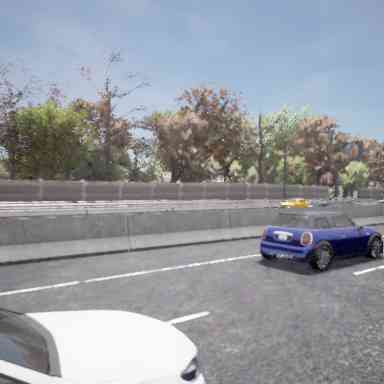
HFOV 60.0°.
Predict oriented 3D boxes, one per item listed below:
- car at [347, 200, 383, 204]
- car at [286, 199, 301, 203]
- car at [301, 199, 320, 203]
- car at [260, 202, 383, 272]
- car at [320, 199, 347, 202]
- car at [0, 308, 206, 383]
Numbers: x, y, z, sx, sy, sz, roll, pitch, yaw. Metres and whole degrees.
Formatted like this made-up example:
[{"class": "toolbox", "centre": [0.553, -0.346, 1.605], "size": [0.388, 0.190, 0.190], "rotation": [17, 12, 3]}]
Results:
[{"class": "car", "centre": [18.773, 1.697, 34.571], "size": [5.357, 1.411, 2.033], "rotation": [0, 0, -35]}, {"class": "car", "centre": [13.748, 1.633, 43.871], "size": [5.008, 1.535, 1.882], "rotation": [0, 0, -35]}, {"class": "car", "centre": [16.249, 1.649, 41.357], "size": [4.902, 1.511, 2.128], "rotation": [0, 0, -35]}, {"class": "car", "centre": [4.455, 1.392, 11.225], "size": [4.553, 1.767, 2.097], "rotation": [0, 0, -35]}, {"class": "car", "centre": [16.965, 1.655, 37.574], "size": [4.892, 1.490, 1.837], "rotation": [0, 0, -35]}, {"class": "car", "centre": [-2.036, 1.524, 2.294], "size": [4.674, 1.442, 1.812], "rotation": [0, 0, -35]}]
